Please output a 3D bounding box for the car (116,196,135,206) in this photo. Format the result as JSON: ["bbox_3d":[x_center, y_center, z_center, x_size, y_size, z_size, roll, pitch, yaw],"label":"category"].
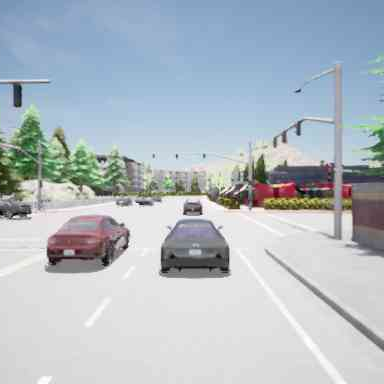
[{"bbox_3d":[-10.580,1.439,52.054,2.128,1.511,4.902,0,0,0],"label":"car"}]

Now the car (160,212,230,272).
[{"bbox_3d":[0.090,1.553,10.757,1.994,1.385,4.181,0,0,0],"label":"car"}]

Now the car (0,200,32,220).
[{"bbox_3d":[-15.761,1.418,27.386,4.902,1.511,2.128,1,0,8],"label":"car"}]

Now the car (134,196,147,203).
[{"bbox_3d":[-10.512,1.526,67.752,1.895,1.301,4.718,0,0,0],"label":"car"}]

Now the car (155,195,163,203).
[{"bbox_3d":[-7.014,1.430,67.363,1.837,1.490,4.892,0,1,0],"label":"car"}]

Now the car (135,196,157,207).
[{"bbox_3d":[-7.083,1.548,51.492,1.895,1.301,4.718,0,0,0],"label":"car"}]

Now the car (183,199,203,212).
[{"bbox_3d":[0.092,1.435,33.791,2.128,1.511,4.902,0,0,0],"label":"car"}]

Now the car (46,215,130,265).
[{"bbox_3d":[-3.408,1.513,11.538,1.812,1.442,4.674,0,0,0],"label":"car"}]
